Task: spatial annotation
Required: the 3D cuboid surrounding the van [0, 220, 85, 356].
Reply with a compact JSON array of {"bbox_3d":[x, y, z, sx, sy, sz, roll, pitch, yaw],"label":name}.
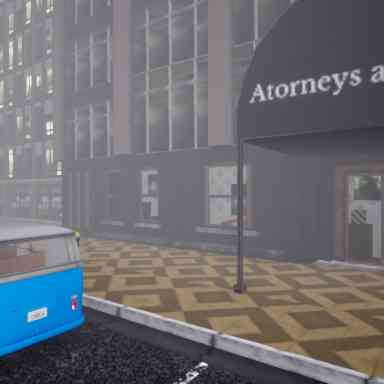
[{"bbox_3d":[-3.497,1.341,5.359,3.998,1.788,1.690,0,0,35],"label":"van"}]
